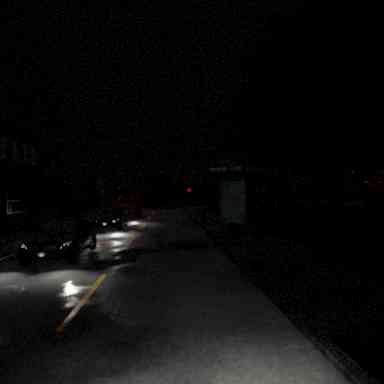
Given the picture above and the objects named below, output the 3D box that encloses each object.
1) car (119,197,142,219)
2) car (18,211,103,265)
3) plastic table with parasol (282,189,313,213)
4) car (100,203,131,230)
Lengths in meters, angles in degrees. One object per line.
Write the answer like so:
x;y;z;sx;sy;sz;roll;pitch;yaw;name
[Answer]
-6.350;1.595;33.760;2.150;2.045;5.566;-1;0;-4;car
-4.904;1.720;12.779;1.812;1.442;4.674;-1;0;-4;car
12.084;0.942;37.984;2.482;2.480;2.482;-1;3;44;plastic table with parasol
-5.630;1.788;23.182;1.837;1.490;4.892;-1;0;-4;car
